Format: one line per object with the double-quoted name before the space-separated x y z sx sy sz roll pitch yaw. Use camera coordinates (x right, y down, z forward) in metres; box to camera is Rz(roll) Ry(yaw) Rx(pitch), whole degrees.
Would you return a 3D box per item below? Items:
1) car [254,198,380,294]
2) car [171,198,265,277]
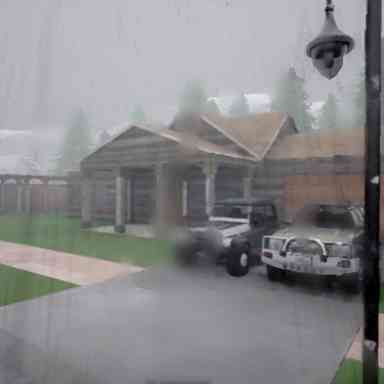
"car" 3.526 1.148 8.520 1.932 1.855 4.605 1 0 35
"car" 1.248 1.130 9.652 1.905 1.878 3.866 1 0 35
